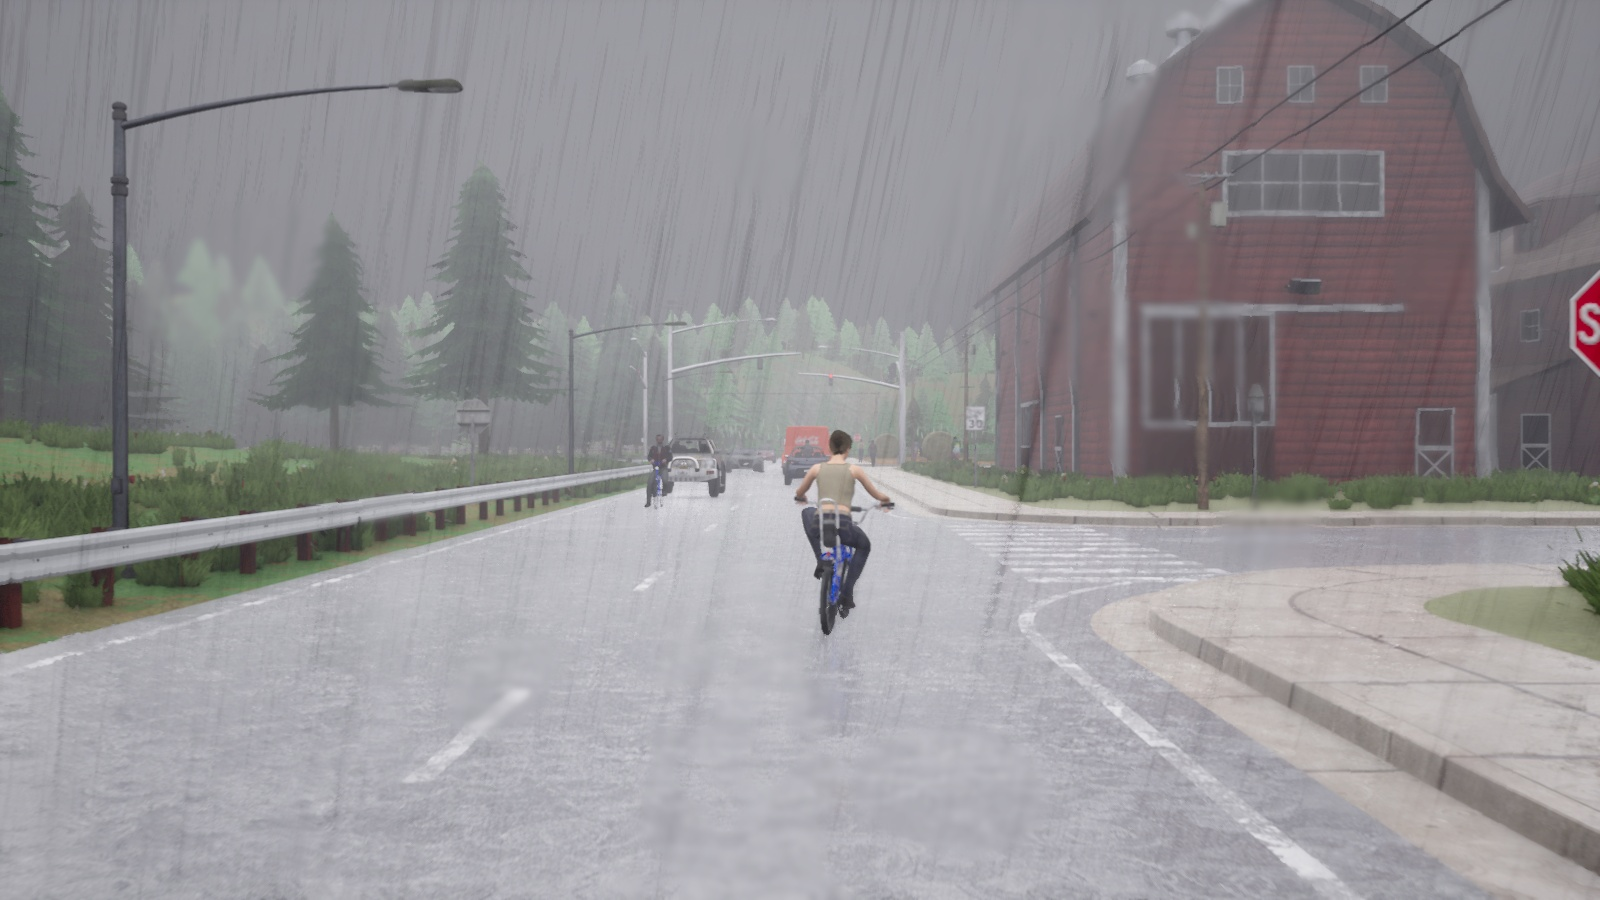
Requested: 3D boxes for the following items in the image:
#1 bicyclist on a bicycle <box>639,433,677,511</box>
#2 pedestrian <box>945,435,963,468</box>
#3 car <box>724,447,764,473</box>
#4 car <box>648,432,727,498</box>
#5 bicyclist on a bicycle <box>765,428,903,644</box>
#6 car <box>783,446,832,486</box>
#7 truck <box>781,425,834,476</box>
[{"bbox_3d":[-3.320,0.503,29.450,0.659,1.776,1.843,0,0,0],"label":"bicyclist on a bicycle"},{"bbox_3d":[9.197,0.084,74.796,0.659,1.952,0.873,0,0,-32],"label":"pedestrian"},{"bbox_3d":[-3.113,0.546,69.059,1.994,1.385,4.181,0,0,-6],"label":"car"},{"bbox_3d":[-3.276,0.418,37.429,1.932,1.855,4.605,0,0,0],"label":"car"},{"bbox_3d":[0.315,0.645,10.283,0.866,1.612,1.509,1,0,11],"label":"bicyclist on a bicycle"},{"bbox_3d":[0.285,0.577,48.273,1.816,1.474,4.193,0,0,0],"label":"car"},{"bbox_3d":[0.376,0.016,64.305,2.627,2.467,5.204,0,0,0],"label":"truck"}]
